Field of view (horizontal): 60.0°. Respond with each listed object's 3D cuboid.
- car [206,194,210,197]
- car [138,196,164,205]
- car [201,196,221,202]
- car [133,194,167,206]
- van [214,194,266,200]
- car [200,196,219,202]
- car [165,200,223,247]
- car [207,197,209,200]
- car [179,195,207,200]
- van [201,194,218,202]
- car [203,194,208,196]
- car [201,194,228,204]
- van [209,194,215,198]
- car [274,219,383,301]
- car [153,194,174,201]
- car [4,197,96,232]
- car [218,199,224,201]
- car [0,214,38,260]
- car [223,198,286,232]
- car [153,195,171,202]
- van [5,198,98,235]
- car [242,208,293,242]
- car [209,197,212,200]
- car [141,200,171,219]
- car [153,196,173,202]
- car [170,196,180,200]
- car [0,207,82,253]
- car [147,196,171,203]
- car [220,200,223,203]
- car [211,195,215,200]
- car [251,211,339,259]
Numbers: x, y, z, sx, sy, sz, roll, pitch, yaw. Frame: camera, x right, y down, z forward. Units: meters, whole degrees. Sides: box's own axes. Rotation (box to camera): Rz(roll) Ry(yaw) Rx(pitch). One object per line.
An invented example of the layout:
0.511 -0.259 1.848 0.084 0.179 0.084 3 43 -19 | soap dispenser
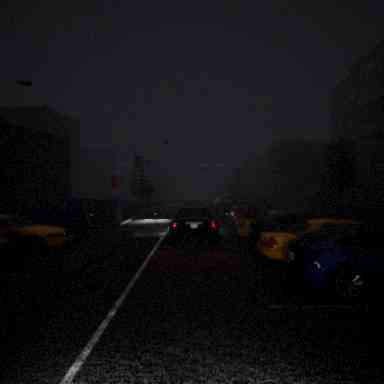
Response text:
4.610 1.533 46.958 4.553 1.767 2.185 0 0 0 | car
-7.661 1.588 61.994 4.553 1.767 2.185 0 0 0 | car
4.640 1.796 83.273 4.892 1.521 2.231 0 0 0 | car
-7.720 1.452 59.181 5.566 2.045 2.435 0 0 0 | car
4.527 1.370 30.197 4.442 1.987 1.878 0 0 0 | van
4.627 1.784 88.875 4.892 1.521 2.231 0 1 0 | car
0.090 1.411 15.578 2.097 1.767 4.553 0 0 0 | car
4.669 1.677 44.167 4.792 1.488 2.163 0 0 0 | car
0.089 1.474 31.837 2.097 1.767 4.553 0 0 0 | car
4.517 1.574 86.067 4.442 1.987 1.878 0 0 0 | van
4.668 1.418 49.754 5.566 2.045 2.435 0 0 0 | car
4.608 1.491 69.308 5.566 2.045 2.435 0 0 0 | car
4.759 1.412 41.372 4.442 1.987 1.878 0 0 0 | van
4.677 1.541 7.847 4.792 1.488 2.163 0 0 0 | car
-7.669 1.498 91.401 5.566 2.045 2.435 0 1 0 | car
-7.712 1.290 15.950 5.566 2.045 2.435 0 0 0 | car
4.650 1.586 27.403 4.892 1.521 2.231 0 0 0 | car
-7.680 1.560 10.367 4.674 1.452 2.002 0 0 0 | car
4.613 1.438 21.818 4.553 1.767 2.185 0 0 0 | car
-7.666 1.673 85.629 4.553 1.767 2.185 0 0 0 | car
-7.801 1.326 18.741 4.442 1.987 1.878 0 0 0 | van
4.676 1.562 13.436 4.792 1.488 2.163 0 0 0 | car
4.640 1.667 38.577 4.674 1.452 2.002 0 0 0 | car
-3.104 1.679 30.155 1.994 1.385 4.181 0 0 0 | car
-7.702 1.786 88.459 5.008 1.535 2.097 0 0 0 | car
-3.014 1.616 71.271 2.097 1.767 4.553 0 0 0 | car
-7.498 1.528 13.284 5.366 1.575 1.946 0 0 0 | car
-7.880 1.778 79.747 5.366 1.575 1.946 0 0 0 | car
4.639 1.576 24.609 4.892 1.521 2.231 0 0 0 | car
4.673 1.491 35.785 4.553 1.767 2.185 0 0 0 | car
4.833 1.519 10.641 5.366 1.575 1.946 0 0 0 | car
